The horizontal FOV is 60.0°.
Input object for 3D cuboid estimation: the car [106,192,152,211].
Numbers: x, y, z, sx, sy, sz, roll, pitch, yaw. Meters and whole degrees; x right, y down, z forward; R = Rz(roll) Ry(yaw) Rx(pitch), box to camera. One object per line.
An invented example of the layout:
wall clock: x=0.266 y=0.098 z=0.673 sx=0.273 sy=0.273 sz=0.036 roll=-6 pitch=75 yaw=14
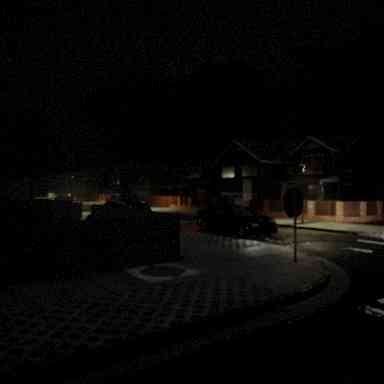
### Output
car: x=-5.507 y=1.074 z=28.310 sx=2.150 sy=2.045 sz=5.566 roll=0 pitch=1 yaw=-35

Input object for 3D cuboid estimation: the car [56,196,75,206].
car: x=-17.474 y=1.241 z=45.529 sx=1.882 sy=1.535 sz=5.008 roll=0 pitch=0 yaw=-35

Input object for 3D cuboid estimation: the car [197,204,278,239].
car: x=2.189 y=1.401 z=17.244 sx=1.882 sy=1.535 sz=5.008 roll=0 pitch=0 yaw=-33
